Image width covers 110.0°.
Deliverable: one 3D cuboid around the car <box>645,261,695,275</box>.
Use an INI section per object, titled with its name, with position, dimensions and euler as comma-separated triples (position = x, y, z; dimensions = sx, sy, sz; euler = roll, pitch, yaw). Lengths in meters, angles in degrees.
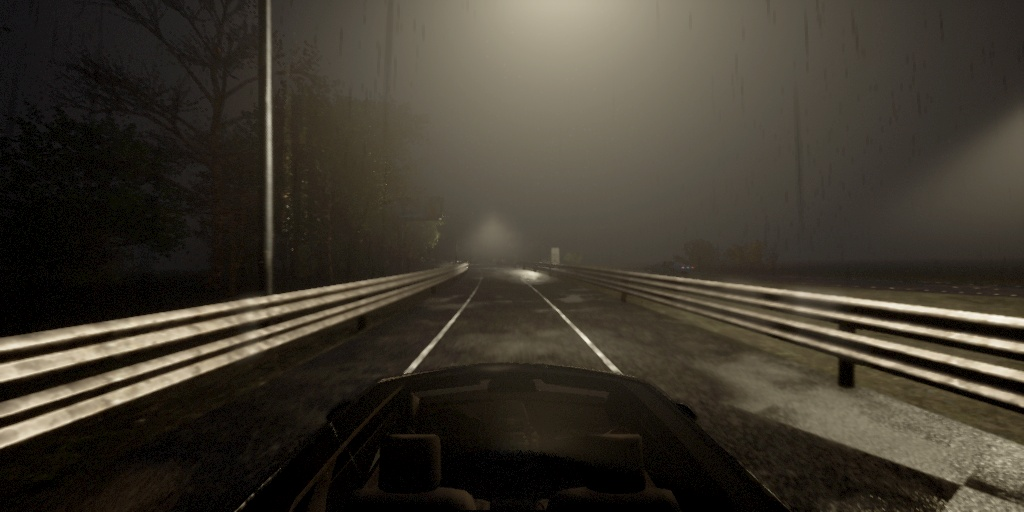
[car]
position = 16.176, 1.188, 37.054
dimensions = 2.033, 1.411, 5.357
euler = -1, 0, -20
